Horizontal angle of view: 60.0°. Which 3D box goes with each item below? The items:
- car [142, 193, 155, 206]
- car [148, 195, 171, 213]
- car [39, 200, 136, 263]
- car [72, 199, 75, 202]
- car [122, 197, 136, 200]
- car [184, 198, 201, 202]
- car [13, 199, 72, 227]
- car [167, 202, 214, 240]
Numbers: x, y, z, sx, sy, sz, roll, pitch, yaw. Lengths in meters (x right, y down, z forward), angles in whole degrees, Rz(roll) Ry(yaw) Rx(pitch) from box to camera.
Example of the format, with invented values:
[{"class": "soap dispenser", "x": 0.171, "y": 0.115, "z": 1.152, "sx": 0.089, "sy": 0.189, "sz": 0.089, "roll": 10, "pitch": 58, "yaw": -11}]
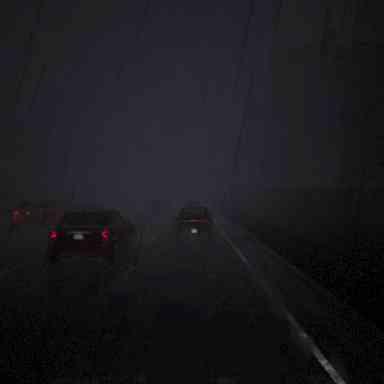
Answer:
[{"class": "car", "x": -6.921, "y": 1.241, "z": 54.771, "sx": 2.150, "sy": 2.045, "sz": 5.566, "roll": 0, "pitch": 0, "yaw": 0}, {"class": "car", "x": -3.416, "y": 1.491, "z": 37.604, "sx": 1.882, "sy": 1.535, "sz": 5.008, "roll": 0, "pitch": 0, "yaw": 0}, {"class": "car", "x": -3.399, "y": 1.356, "z": 12.107, "sx": 2.097, "sy": 1.767, "sz": 4.553, "roll": 0, "pitch": 0, "yaw": 0}, {"class": "car", "x": -13.811, "y": 1.517, "z": 36.720, "sx": 1.837, "sy": 1.490, "sz": 4.892, "roll": 0, "pitch": 0, "yaw": 1}, {"class": "car", "x": -10.420, "y": 1.524, "z": 54.578, "sx": 1.837, "sy": 1.490, "sz": 4.892, "roll": 0, "pitch": 0, "yaw": 0}, {"class": "car", "x": 0.085, "y": 1.506, "z": 40.915, "sx": 2.128, "sy": 1.511, "sz": 4.902, "roll": 0, "pitch": 0, "yaw": 0}, {"class": "car", "x": -10.409, "y": 1.361, "z": 23.192, "sx": 2.097, "sy": 1.767, "sz": 4.553, "roll": 0, "pitch": 0, "yaw": 0}, {"class": "car", "x": 0.094, "y": 1.498, "z": 17.076, "sx": 2.128, "sy": 1.511, "sz": 4.902, "roll": 0, "pitch": 0, "yaw": 0}]
